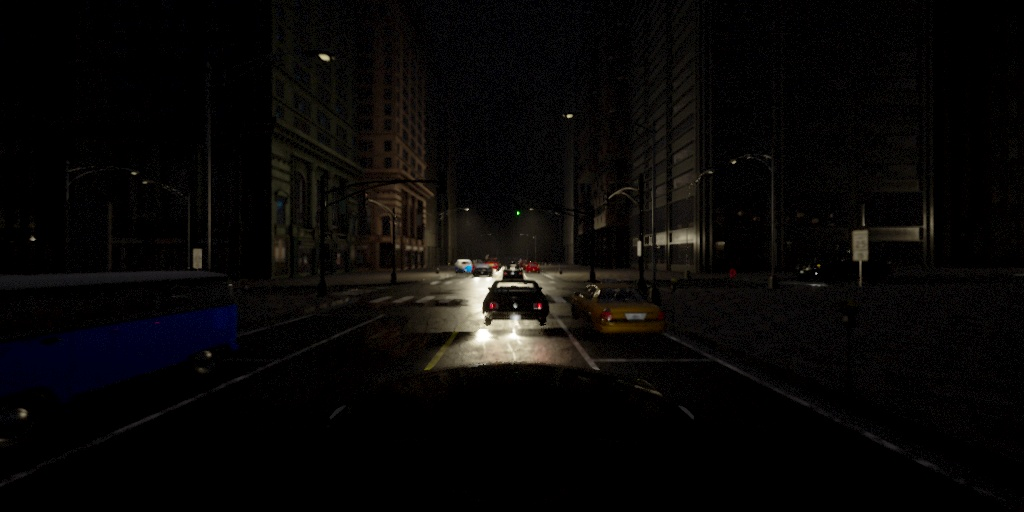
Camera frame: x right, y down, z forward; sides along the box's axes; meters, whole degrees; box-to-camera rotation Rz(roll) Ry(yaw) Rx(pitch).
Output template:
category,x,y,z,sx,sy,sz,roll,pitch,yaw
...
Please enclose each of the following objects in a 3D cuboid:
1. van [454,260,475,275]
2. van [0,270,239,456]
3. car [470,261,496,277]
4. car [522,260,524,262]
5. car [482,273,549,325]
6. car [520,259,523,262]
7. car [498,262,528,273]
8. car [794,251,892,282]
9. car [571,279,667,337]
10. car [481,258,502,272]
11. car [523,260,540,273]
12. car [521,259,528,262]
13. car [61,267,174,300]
category,x,y,z,sx,sy,sz,roll,pitch,yaw
van,-5.767,1.369,42.756,1.690,1.789,3.998,0,0,0
van,-5.763,1.111,4.773,1.690,1.789,3.998,0,0,0
car,-3.085,1.563,38.838,1.994,1.385,4.181,0,0,0
car,2.790,1.653,53.786,1.888,1.381,4.507,0,0,0
car,0.103,1.419,12.094,1.895,1.301,4.718,0,0,0
car,2.790,1.715,65.006,1.751,1.417,4.829,0,0,0
car,0.088,1.501,32.061,2.033,1.411,5.357,0,0,0
car,22.965,0.704,24.996,5.566,2.045,2.150,-1,0,0
car,2.770,1.331,10.339,1.751,1.417,4.829,0,0,0
car,-3.054,1.334,54.123,2.150,2.045,5.566,0,-1,0
car,2.790,1.613,48.260,1.888,1.381,4.507,0,0,0
car,2.790,1.694,59.311,1.888,1.381,4.507,0,0,0
car,-24.020,1.633,21.977,4.553,1.767,2.097,-1,0,0
